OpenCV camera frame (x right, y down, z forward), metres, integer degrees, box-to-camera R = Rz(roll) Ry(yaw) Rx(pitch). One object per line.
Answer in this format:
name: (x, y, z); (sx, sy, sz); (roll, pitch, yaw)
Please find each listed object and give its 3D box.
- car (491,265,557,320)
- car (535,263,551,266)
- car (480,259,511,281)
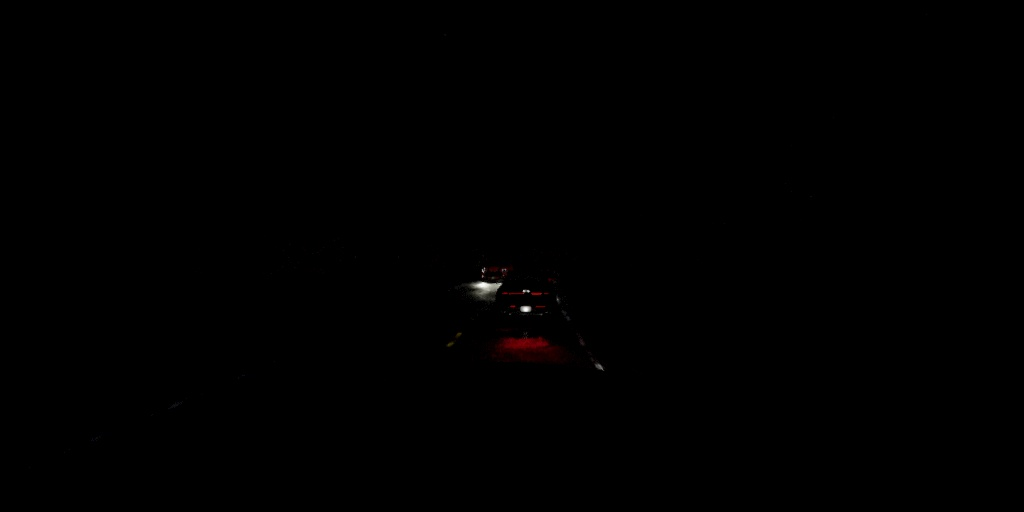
car: (0.511, 1.241, 12.558); (1.837, 1.490, 4.892); (0, 0, 3)
car: (3.030, 1.308, 34.722); (1.895, 1.301, 4.718); (0, 0, 10)
car: (-1.098, 1.064, 28.748); (2.097, 1.767, 4.553); (0, 0, 8)
